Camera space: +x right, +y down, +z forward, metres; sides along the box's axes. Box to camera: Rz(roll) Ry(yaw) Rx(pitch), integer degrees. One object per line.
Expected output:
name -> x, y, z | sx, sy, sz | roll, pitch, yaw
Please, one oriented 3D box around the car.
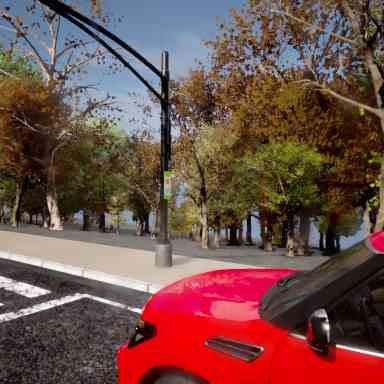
car -> 1.997, 1.222, 2.289 | 5.566, 2.045, 2.150 | 0, 0, 34
